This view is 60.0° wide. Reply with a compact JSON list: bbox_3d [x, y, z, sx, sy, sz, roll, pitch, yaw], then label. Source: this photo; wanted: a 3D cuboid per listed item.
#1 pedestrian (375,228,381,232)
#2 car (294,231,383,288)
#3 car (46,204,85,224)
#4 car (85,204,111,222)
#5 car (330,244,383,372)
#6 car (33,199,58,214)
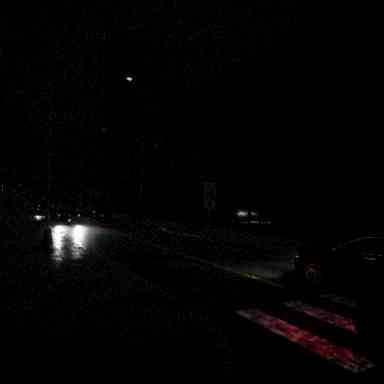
[{"bbox_3d":[5.929,1.729,10.636,0.500,1.100,0.500,1,0,-30],"label":"pedestrian"},{"bbox_3d":[4.480,1.620,7.314,1.837,1.490,4.892,2,-1,-30],"label":"car"},{"bbox_3d":[-10.539,1.917,27.565,1.895,1.301,4.718,2,-2,-30],"label":"car"},{"bbox_3d":[-8.953,1.897,30.718,1.882,1.535,5.008,2,-2,-30],"label":"car"},{"bbox_3d":[3.800,1.533,2.562,1.837,1.490,4.892,1,0,-30],"label":"car"},{"bbox_3d":[-18.845,1.728,42.247,2.097,1.767,4.553,2,-2,-30],"label":"car"}]
